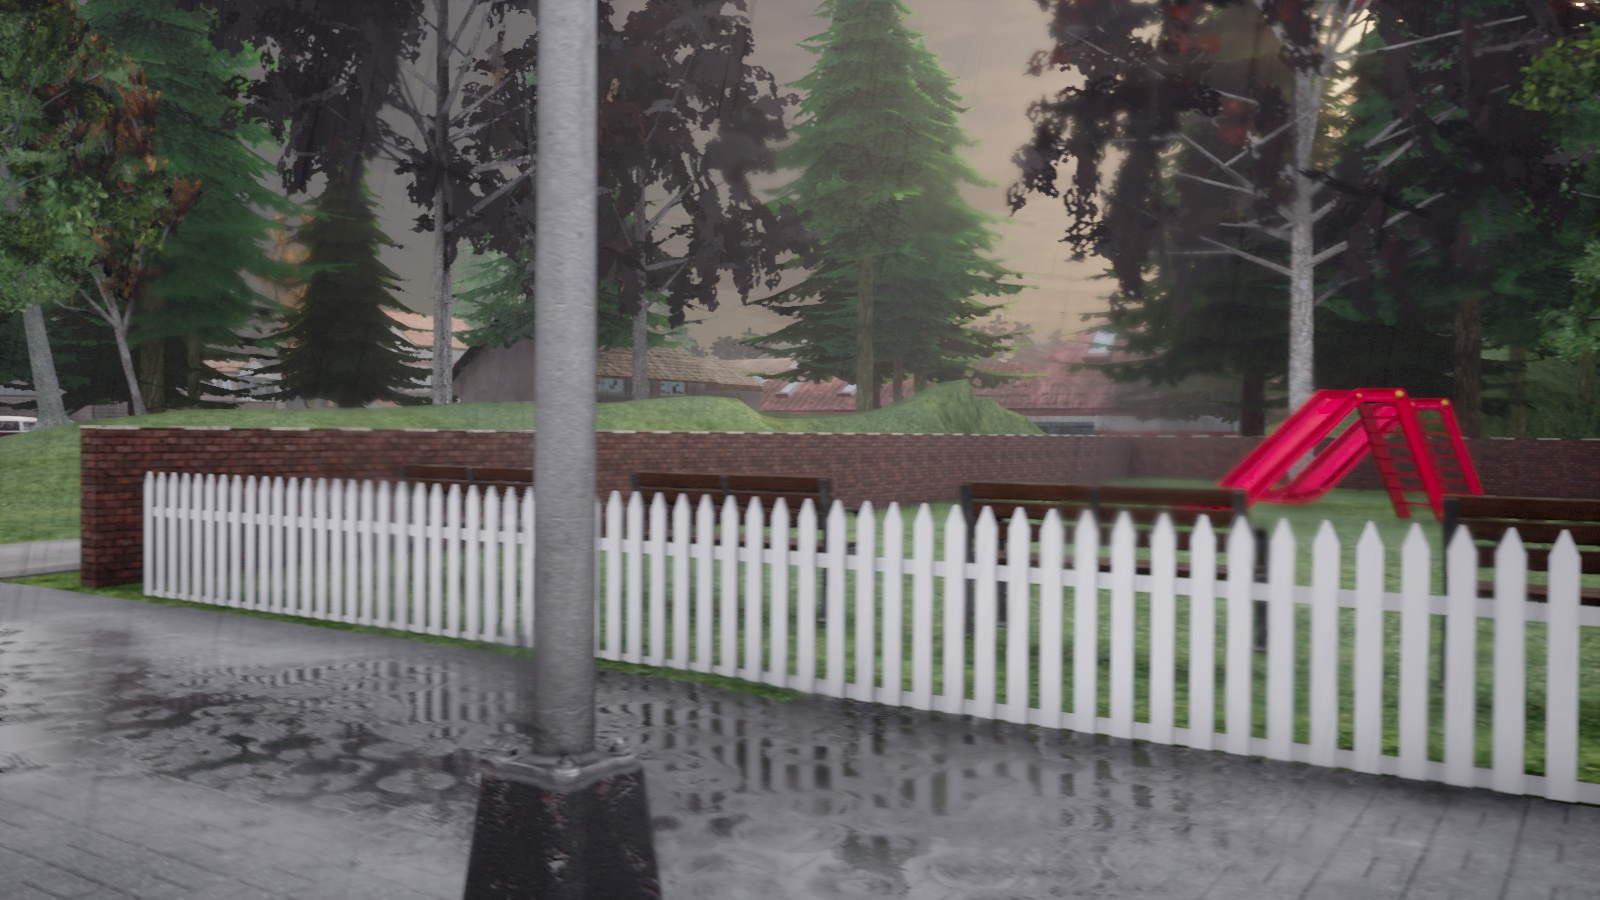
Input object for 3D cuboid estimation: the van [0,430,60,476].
[{"bbox_3d":[-35.621,0.130,55.538,2.069,2.038,4.480,0,1,34],"label":"van"}]
